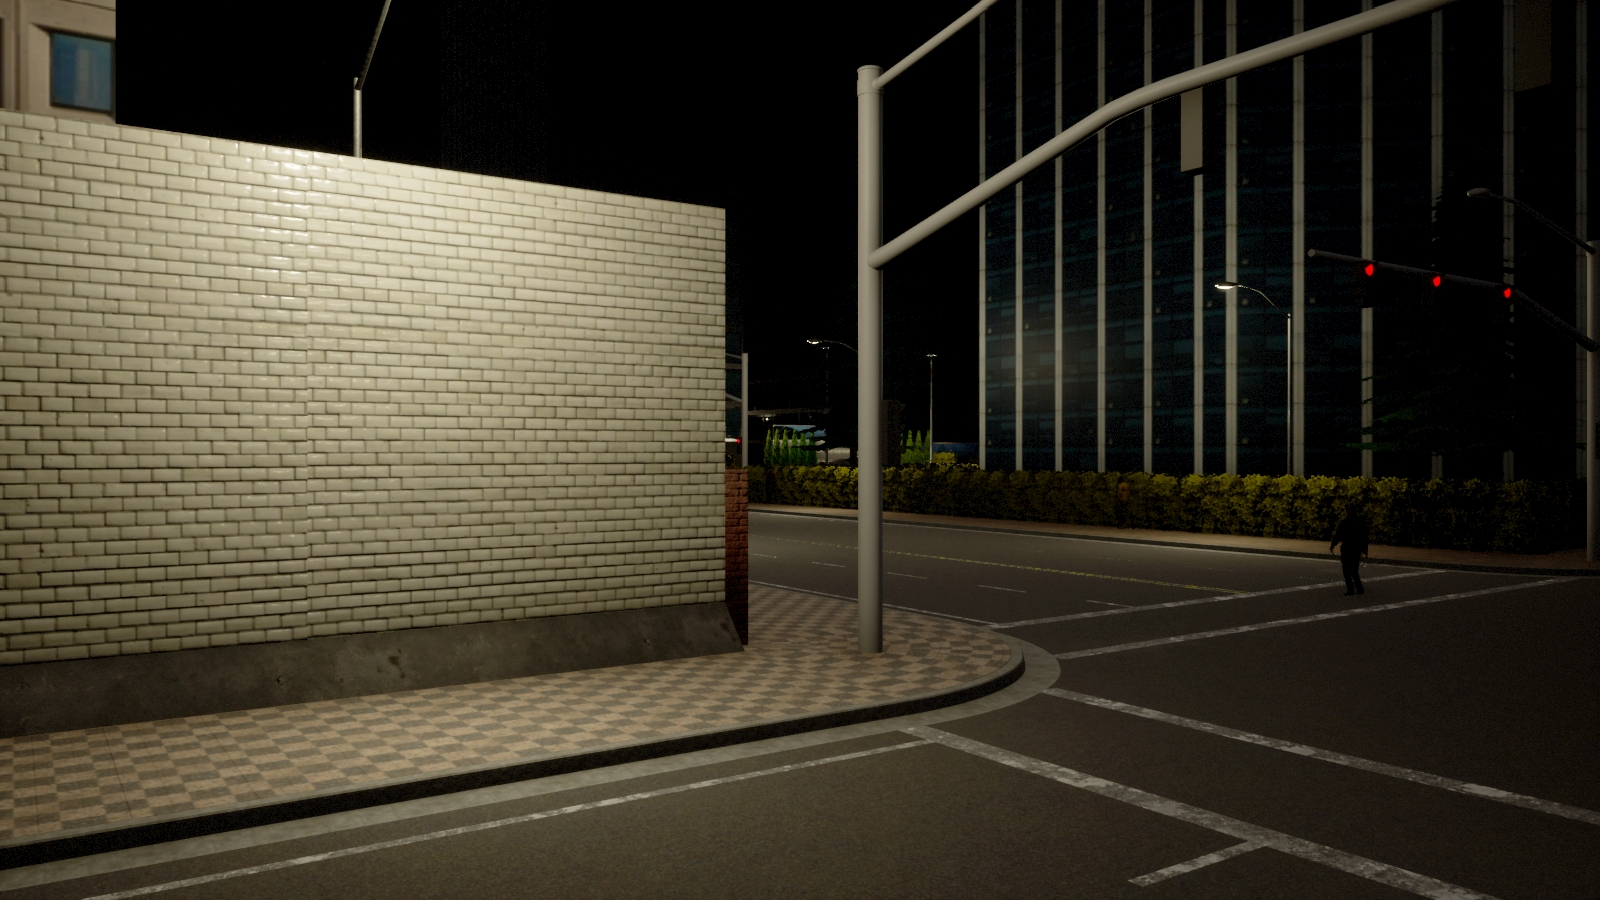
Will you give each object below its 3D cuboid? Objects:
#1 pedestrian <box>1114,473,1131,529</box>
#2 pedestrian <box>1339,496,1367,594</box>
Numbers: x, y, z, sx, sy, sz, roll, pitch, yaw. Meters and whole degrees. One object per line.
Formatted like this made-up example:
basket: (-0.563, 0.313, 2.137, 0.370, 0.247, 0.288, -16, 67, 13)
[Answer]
pedestrian: (10.833, 1.695, 38.363, 0.375, 1.860, 0.375, 0, 0, -36)
pedestrian: (10.809, 1.848, 22.344, 0.375, 1.860, 0.375, 0, 0, -41)
